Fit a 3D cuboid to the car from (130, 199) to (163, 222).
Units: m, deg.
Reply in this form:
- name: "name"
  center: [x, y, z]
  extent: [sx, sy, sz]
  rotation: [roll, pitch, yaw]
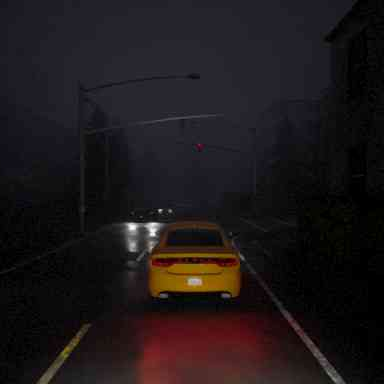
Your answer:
- name: "car"
  center: [-3.642, 1.525, 26.235]
  extent: [1.812, 1.442, 4.674]
  rotation: [0, 0, 0]

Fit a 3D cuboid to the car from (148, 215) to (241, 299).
- name: "car"
  center: [0.061, 1.478, 8.508]
  extent: [1.882, 1.535, 5.008]
  rotation: [0, 0, 0]

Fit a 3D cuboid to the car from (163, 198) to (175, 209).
- name: "car"
  center: [-3.408, 1.547, 46.107]
  extent: [2.033, 1.411, 5.357]
  rotation: [0, 0, 3]

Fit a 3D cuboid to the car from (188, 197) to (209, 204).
- name: "car"
  center: [1.231, 1.601, 62.881]
  extent: [1.895, 1.301, 4.718]
  rotation: [0, 0, 31]
